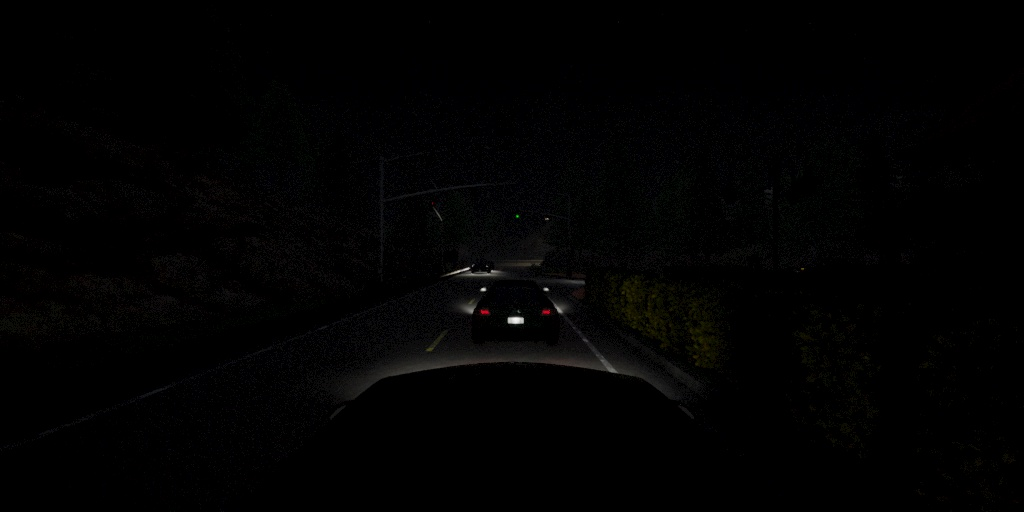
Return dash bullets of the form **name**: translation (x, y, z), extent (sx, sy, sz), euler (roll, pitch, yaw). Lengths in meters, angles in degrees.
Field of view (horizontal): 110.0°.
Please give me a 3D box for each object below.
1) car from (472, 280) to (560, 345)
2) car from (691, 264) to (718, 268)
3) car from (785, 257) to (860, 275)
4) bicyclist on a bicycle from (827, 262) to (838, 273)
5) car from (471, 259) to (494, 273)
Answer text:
- **car**: translation (0.076, 1.314, 9.487), extent (1.994, 1.385, 4.181), euler (0, 0, 0)
- **car**: translation (15.489, 1.403, 29.554), extent (4.902, 1.511, 2.128), euler (0, 0, 0)
- **car**: translation (25.559, 1.133, 29.507), extent (5.566, 2.045, 2.150), euler (0, 0, 1)
- **bicyclist on a bicycle**: translation (19.818, 1.213, 22.084), extent (0.582, 1.620, 1.656), euler (0, 0, 0)
- **car**: translation (-3.617, 1.102, 42.752), extent (2.097, 1.767, 4.553), euler (0, 0, 0)
